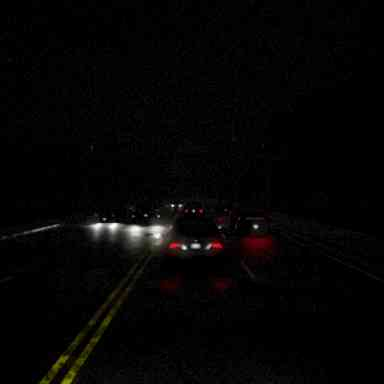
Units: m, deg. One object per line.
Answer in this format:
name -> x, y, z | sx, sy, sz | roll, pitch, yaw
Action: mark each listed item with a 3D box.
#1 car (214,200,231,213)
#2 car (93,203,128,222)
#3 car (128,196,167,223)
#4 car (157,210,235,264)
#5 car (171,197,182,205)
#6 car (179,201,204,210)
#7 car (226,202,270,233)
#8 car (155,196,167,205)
car -> 3.415, 1.640, 36.040 | 2.128, 1.511, 4.902 | 0, 0, 0
car -> -6.551, 1.659, 27.559 | 2.033, 1.411, 5.357 | 0, 0, 0
car -> -3.304, 1.327, 26.535 | 2.150, 2.045, 5.566 | 0, 0, 0
car -> 0.113, 1.592, 11.951 | 2.033, 1.411, 5.357 | 0, 0, 0
car -> -3.125, 1.814, 67.848 | 1.837, 1.490, 4.892 | 0, 0, 0
car -> 0.154, 1.672, 30.702 | 2.033, 1.411, 5.357 | 0, 0, 0
car -> 3.384, 1.583, 20.033 | 1.837, 1.490, 4.892 | 0, 0, 0
car -> -6.371, 1.676, 69.099 | 2.097, 1.767, 4.553 | 0, 0, 0
